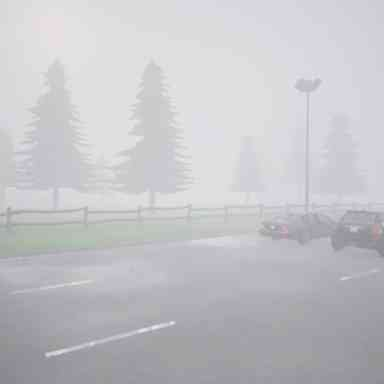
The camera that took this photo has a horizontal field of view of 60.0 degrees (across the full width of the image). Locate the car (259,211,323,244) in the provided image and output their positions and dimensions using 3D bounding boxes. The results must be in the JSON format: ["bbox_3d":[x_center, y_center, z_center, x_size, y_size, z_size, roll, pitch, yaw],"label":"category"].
[{"bbox_3d":[5.704,1.679,16.534,5.357,1.411,2.033,1,0,-35],"label":"car"}]

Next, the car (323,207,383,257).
[{"bbox_3d":[7.814,1.482,13.738,4.553,1.767,2.097,1,-1,-35],"label":"car"}]
